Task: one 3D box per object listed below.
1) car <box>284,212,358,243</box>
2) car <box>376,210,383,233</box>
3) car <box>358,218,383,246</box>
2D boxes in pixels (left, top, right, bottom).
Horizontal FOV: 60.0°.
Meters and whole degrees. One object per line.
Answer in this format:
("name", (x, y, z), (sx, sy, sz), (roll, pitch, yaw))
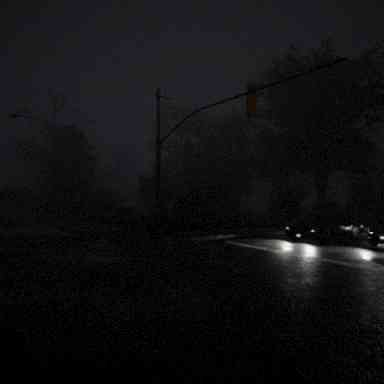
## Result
("car", (7.214, 1.786, 17.755), (5.357, 1.411, 2.033), (2, -1, -39))
("car", (15.218, 2.112, 23.424), (5.008, 1.535, 1.882), (4, -2, -35))
("car", (10.002, 1.772, 15.411), (4.892, 1.490, 1.837), (2, -1, -35))
